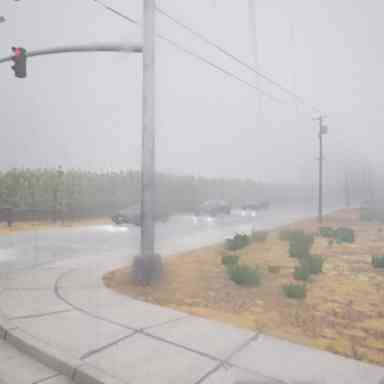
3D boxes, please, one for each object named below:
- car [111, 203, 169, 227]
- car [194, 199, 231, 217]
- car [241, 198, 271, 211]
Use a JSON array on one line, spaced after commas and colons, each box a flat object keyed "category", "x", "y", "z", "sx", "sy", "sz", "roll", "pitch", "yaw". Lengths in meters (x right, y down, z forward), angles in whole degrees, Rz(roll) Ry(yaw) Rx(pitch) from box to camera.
[{"category": "car", "x": -3.356, "y": 1.458, "z": 22.277, "sx": 1.994, "sy": 1.385, "sz": 4.181, "roll": 1, "pitch": 0, "yaw": 33}, {"category": "car", "x": 2.018, "y": 1.415, "z": 30.593, "sx": 1.812, "sy": 1.442, "sz": 4.674, "roll": 1, "pitch": 0, "yaw": 33}, {"category": "car", "x": 7.661, "y": 1.431, "z": 39.364, "sx": 2.033, "sy": 1.411, "sz": 5.357, "roll": 1, "pitch": 0, "yaw": 33}]
